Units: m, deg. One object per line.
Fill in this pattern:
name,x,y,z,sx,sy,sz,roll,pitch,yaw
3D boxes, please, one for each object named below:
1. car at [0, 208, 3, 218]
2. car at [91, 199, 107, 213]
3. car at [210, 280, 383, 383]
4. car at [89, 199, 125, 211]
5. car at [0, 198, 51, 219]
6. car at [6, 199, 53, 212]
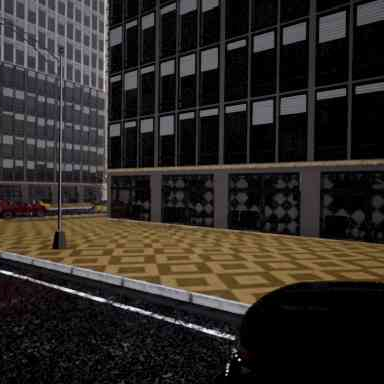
car,-7.360,1.347,8.958,4.553,1.767,2.097,0,0,36
car,-9.383,1.828,40.292,1.752,1.417,4.829,1,0,37
car,2.780,1.220,1.692,5.566,2.045,2.150,0,0,36
car,-11.850,1.745,46.665,1.837,1.490,4.892,1,0,37
car,-16.206,1.517,31.099,2.192,1.841,5.009,1,0,37
car,-19.678,1.640,40.484,1.752,1.417,4.829,1,0,37
